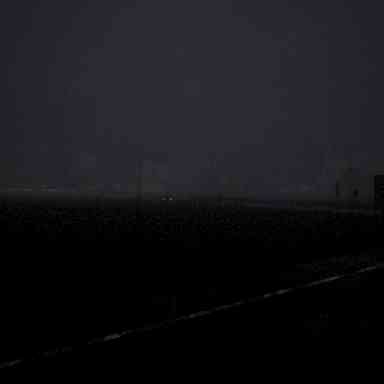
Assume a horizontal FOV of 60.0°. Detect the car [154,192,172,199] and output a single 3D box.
[{"bbox_3d":[-5.764,0.708,65.539,1.994,1.385,4.181,-1,2,-35],"label":"car"}]
